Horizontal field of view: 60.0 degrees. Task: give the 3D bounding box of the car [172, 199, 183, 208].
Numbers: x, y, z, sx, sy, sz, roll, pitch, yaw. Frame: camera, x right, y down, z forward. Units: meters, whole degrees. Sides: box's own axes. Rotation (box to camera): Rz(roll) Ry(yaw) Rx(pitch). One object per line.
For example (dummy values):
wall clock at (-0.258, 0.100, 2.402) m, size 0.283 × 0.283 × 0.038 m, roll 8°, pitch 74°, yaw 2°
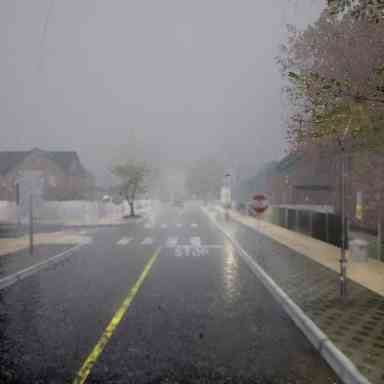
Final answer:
car at (-2.771, 2.225, 65.237) m, size 2.097 × 1.767 × 4.553 m, roll 0°, pitch -1°, yaw 0°
